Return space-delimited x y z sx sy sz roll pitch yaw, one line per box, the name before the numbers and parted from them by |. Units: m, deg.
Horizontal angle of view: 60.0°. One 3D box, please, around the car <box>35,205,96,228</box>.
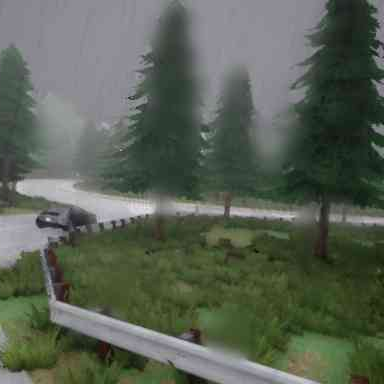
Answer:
car | -7.567 1.487 20.418 1.994 1.385 4.181 6 1 12
